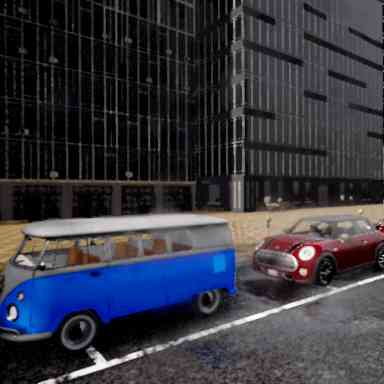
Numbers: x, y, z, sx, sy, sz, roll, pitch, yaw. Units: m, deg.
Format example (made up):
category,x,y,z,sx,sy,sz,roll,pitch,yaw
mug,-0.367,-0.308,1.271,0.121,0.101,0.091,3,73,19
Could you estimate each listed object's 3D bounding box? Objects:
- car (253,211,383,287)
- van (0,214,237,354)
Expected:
category,x,y,z,sx,sy,sz,roll,pitch,yaw
car,3.549,1.385,9.097,4.097,1.590,1.967,0,0,-36
van,-1.064,1.325,5.801,3.998,1.788,1.690,0,0,-36
